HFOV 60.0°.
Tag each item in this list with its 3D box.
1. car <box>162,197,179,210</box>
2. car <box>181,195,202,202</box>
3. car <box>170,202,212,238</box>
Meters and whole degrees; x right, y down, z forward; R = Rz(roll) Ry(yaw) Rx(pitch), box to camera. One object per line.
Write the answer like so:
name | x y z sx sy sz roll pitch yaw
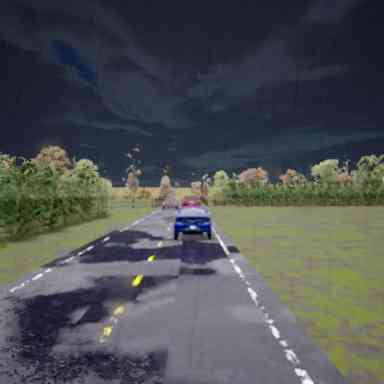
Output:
car | -2.913 1.478 45.501 2.097 1.767 4.553 0 0 0
car | -0.033 1.324 37.525 2.150 2.045 5.566 0 0 0
car | 0.034 1.532 18.182 1.882 1.535 5.008 0 0 0
